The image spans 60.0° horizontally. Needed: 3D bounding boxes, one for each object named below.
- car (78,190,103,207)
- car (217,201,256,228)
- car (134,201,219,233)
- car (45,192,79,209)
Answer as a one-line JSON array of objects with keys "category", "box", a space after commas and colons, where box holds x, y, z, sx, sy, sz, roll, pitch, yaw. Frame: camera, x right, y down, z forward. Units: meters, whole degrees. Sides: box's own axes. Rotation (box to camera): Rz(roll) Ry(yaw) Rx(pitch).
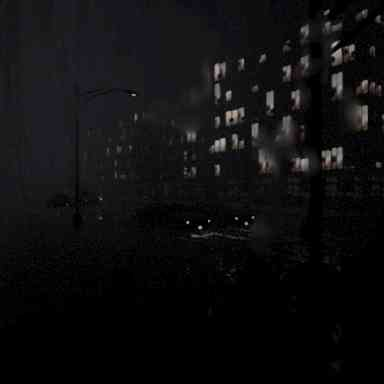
[{"category": "car", "box": [-11.529, 0.701, 36.537, 2.097, 1.767, 4.553, 0, 1, -38]}, {"category": "car", "box": [1.321, 1.278, 20.173, 2.033, 1.411, 5.357, 0, 1, -38]}, {"category": "car", "box": [-1.238, 1.281, 18.169, 2.033, 1.411, 5.357, 0, 1, -38]}, {"category": "car", "box": [-13.327, 0.901, 33.557, 1.812, 1.442, 4.674, 0, 1, -38]}]
